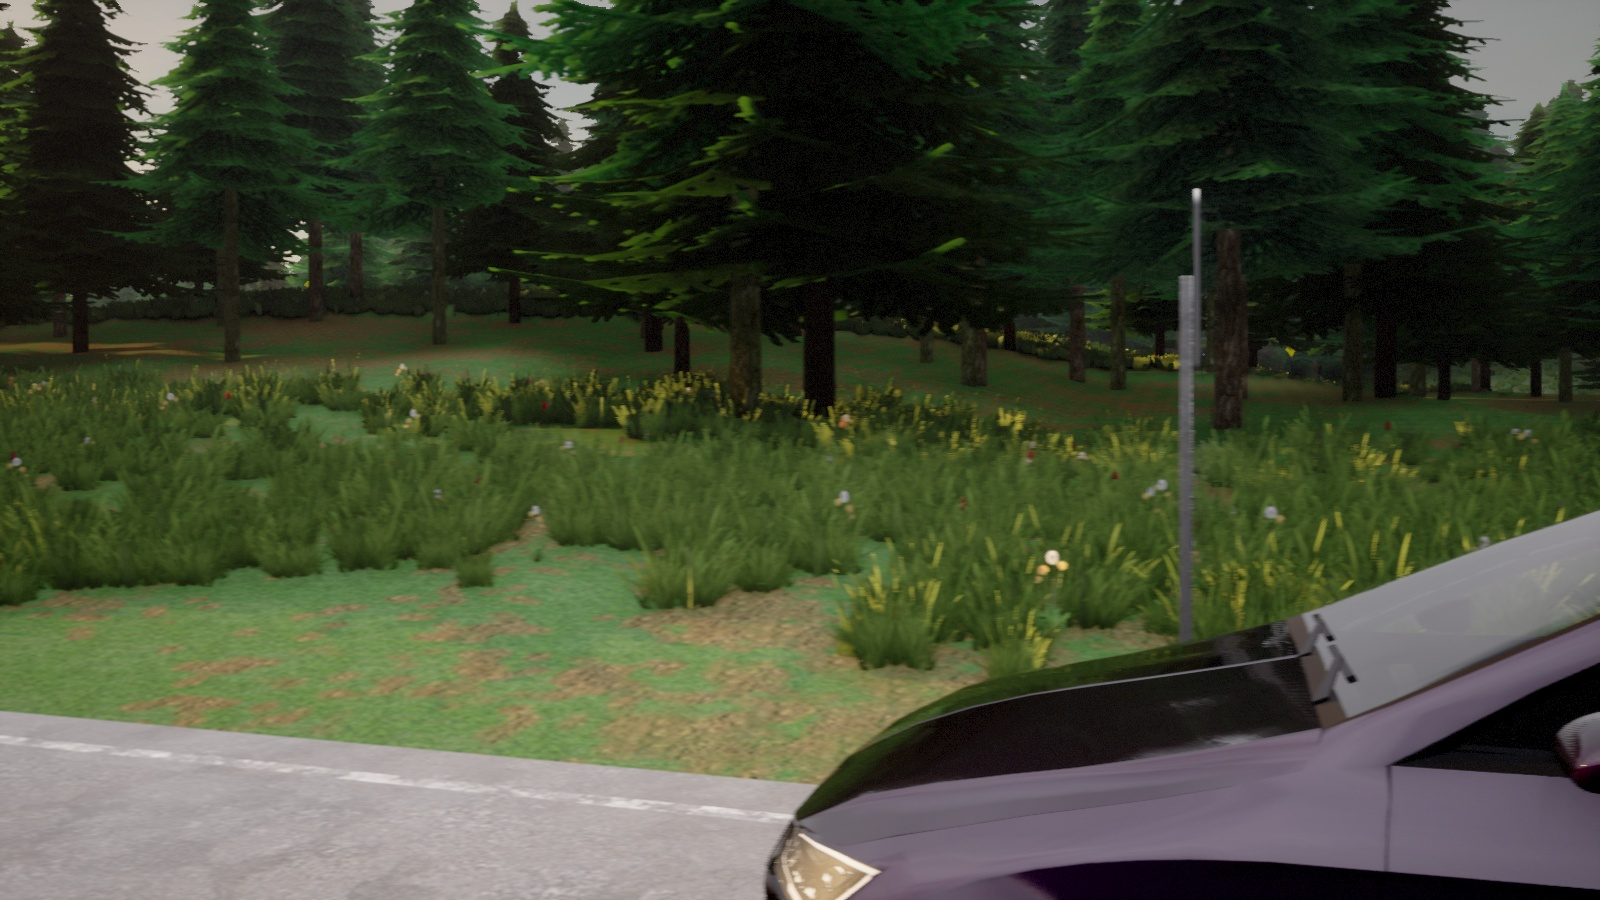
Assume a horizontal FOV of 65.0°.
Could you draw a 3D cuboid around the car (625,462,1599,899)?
[{"bbox_3d":[1.949,0.807,2.537,4.193,1.474,1.816,1,1,19],"label":"car"}]
